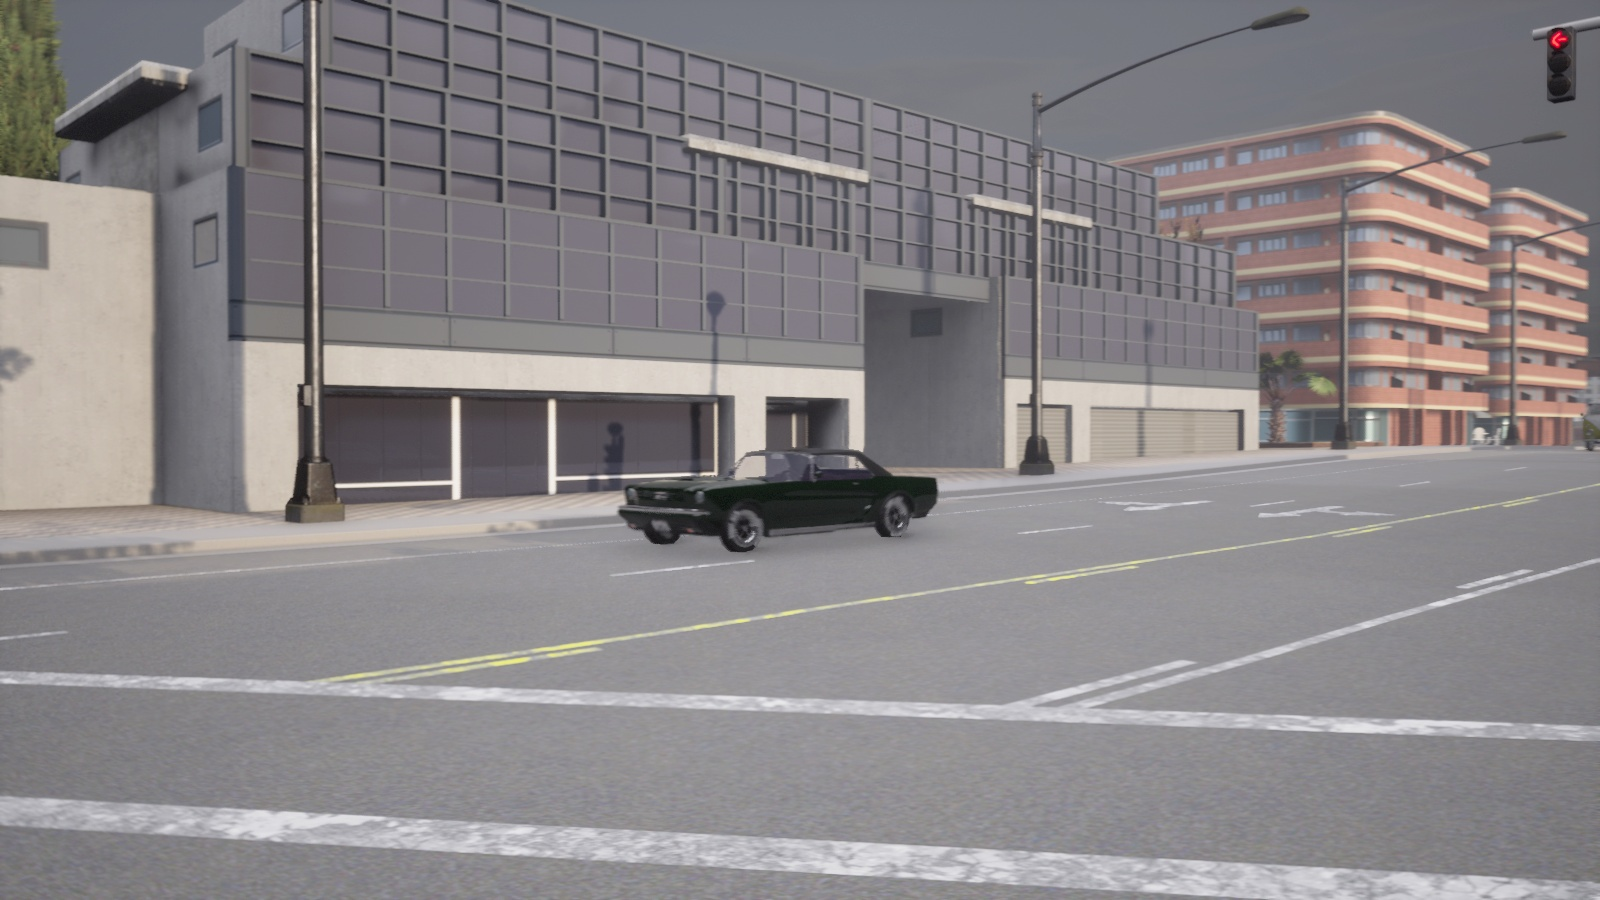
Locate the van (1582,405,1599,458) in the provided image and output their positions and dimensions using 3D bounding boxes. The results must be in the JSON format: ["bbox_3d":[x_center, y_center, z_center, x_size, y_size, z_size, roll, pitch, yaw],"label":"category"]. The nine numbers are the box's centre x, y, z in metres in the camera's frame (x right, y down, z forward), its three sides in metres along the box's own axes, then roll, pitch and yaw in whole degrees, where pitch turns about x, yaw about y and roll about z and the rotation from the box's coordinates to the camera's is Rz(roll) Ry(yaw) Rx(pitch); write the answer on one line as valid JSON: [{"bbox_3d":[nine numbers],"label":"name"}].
[{"bbox_3d":[31.863,-0.708,48.502,4.442,1.987,1.775,0,1,-44],"label":"van"}]

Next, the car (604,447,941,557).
[{"bbox_3d":[-0.261,0.638,17.725,4.718,1.301,1.895,-1,1,-44],"label":"car"}]
